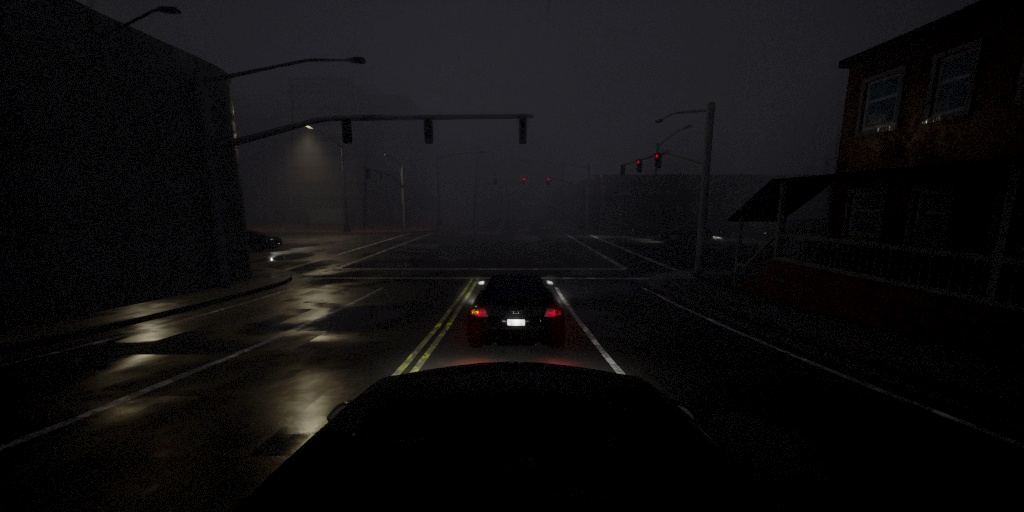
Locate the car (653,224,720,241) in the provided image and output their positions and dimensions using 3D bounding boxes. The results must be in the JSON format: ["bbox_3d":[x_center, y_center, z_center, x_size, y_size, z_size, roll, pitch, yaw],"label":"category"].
[{"bbox_3d":[16.394,-2.223,33.882,4.892,1.490,1.837,0,8,0],"label":"car"}]

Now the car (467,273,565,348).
[{"bbox_3d":[0.094,1.090,8.695,1.994,1.385,4.181,0,3,0],"label":"car"}]

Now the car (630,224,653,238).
[{"bbox_3d":[14.946,-2.641,37.382,4.718,1.301,1.895,0,8,1],"label":"car"}]

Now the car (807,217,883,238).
[{"bbox_3d":[34.367,-3.003,37.178,5.566,2.045,2.150,0,8,1],"label":"car"}]

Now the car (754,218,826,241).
[{"bbox_3d":[26.668,-2.498,33.772,5.566,2.045,2.150,0,8,1],"label":"car"}]

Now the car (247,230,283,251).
[{"bbox_3d":[-19.960,-1.188,26.980,4.892,1.490,1.837,0,8,1],"label":"car"}]

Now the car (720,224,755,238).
[{"bbox_3d":[23.769,-2.672,37.304,4.181,1.385,1.994,0,8,1],"label":"car"}]
